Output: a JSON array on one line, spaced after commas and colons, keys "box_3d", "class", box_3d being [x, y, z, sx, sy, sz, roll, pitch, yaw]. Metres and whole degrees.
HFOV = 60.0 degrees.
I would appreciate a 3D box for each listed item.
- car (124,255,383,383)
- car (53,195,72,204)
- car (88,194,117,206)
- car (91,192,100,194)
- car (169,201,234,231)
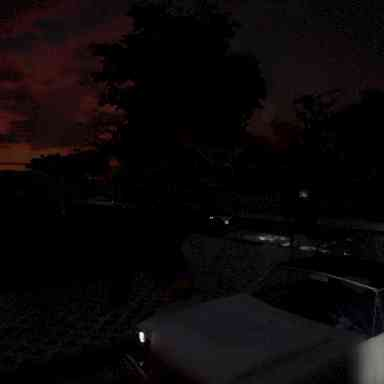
[{"box_3d": [1.644, 1.590, 4.113, 4.718, 1.301, 1.895, 0, 0, -35], "class": "car"}, {"box_3d": [-18.386, 1.120, 47.213, 1.895, 1.301, 4.718, -1, 1, -31], "class": "car"}, {"box_3d": [-9.010, 1.243, 33.212, 1.812, 1.442, 4.674, -1, 1, -35], "class": "car"}, {"box_3d": [-25.861, 0.860, 89.981, 2.097, 1.767, 4.553, -1, 0, 5], "class": "car"}, {"box_3d": [0.438, 1.317, 19.570, 2.128, 1.511, 4.902, -1, 1, -35], "class": "car"}]
